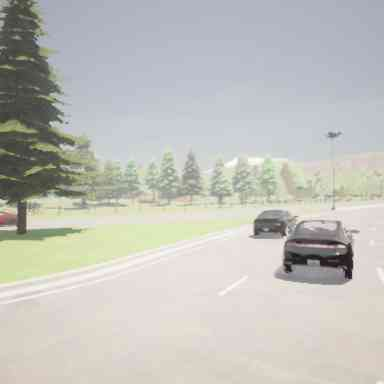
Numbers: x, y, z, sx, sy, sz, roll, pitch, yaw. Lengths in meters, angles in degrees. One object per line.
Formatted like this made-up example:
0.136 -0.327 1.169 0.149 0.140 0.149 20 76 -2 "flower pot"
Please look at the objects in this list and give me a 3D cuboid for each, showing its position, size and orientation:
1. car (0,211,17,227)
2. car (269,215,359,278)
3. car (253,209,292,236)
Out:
-17.137 2.293 28.267 4.181 1.385 1.994 0 -1 -30 "car"
4.243 1.640 10.785 2.128 1.511 4.902 -1 -1 27 "car"
5.180 1.811 20.207 1.837 1.490 4.892 -1 -1 29 "car"
